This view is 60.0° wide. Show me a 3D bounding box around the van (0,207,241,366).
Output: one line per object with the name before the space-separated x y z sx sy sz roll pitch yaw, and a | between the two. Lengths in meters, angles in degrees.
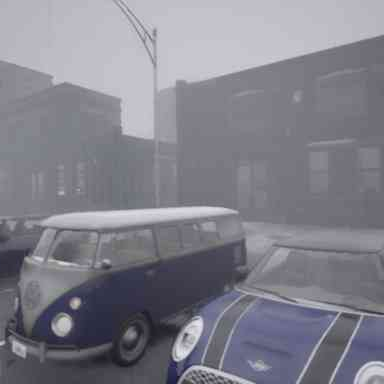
van | -0.762 1.287 5.755 1.878 1.987 4.442 0 0 35

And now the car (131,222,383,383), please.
car | 1.692 1.363 4.187 2.185 1.767 4.553 -1 0 35
